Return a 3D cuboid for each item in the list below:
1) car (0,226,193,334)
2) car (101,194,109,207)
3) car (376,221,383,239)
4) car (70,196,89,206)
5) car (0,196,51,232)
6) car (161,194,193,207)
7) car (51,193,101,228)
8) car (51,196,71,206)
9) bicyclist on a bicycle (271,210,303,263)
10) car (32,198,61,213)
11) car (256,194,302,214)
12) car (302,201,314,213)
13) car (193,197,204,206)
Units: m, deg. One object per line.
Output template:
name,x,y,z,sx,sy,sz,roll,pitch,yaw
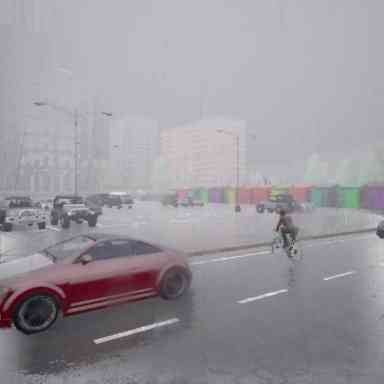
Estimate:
car,-2.037,1.563,6.796,4.181,1.385,1.994,0,0,-37
car,-15.932,1.153,54.998,1.932,1.855,4.605,0,0,-37
car,10.727,1.564,16.042,4.181,1.385,1.994,0,0,-36
car,-18.038,1.364,53.335,1.784,1.438,3.905,0,0,-37
car,-9.740,1.153,18.814,1.932,1.855,4.605,0,0,-37
car,-2.404,1.153,46.358,1.932,1.855,4.605,0,0,-37
car,-7.401,1.156,20.521,1.905,1.878,3.866,0,0,-37
car,-20.345,1.395,51.585,1.970,1.475,3.806,0,0,-37
bicyclist on a bicycle,3.088,1.435,10.941,0.582,1.620,1.656,0,-1,-21
car,-15.808,1.395,36.069,1.970,1.475,3.806,0,0,-37
car,8.206,1.156,32.415,1.905,1.878,3.866,0,0,-37
car,10.519,1.395,34.157,1.970,1.475,3.806,0,0,-37
car,-0.058,1.364,48.058,1.784,1.438,3.905,0,0,-37
